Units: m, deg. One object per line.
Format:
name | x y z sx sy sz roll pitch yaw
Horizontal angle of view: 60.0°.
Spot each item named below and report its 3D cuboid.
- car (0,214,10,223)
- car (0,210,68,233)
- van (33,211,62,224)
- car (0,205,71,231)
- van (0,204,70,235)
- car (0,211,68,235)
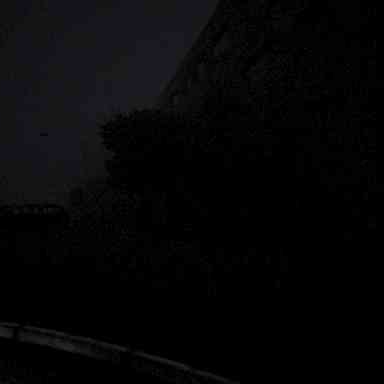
car | -47.035 6.448 80.051 5.566 2.045 2.435 0 -4 -22
car | -12.629 2.326 26.646 5.008 1.535 2.097 0 -4 -22
van | -25.020 4.406 57.664 4.442 1.987 1.878 0 -4 -22
car | -13.666 2.260 29.189 5.566 2.045 2.435 0 -4 -22
van | -10.463 1.775 21.484 4.442 1.987 1.878 0 -3 -22
car | -11.561 2.181 24.027 4.792 1.488 2.163 0 -3 -22
